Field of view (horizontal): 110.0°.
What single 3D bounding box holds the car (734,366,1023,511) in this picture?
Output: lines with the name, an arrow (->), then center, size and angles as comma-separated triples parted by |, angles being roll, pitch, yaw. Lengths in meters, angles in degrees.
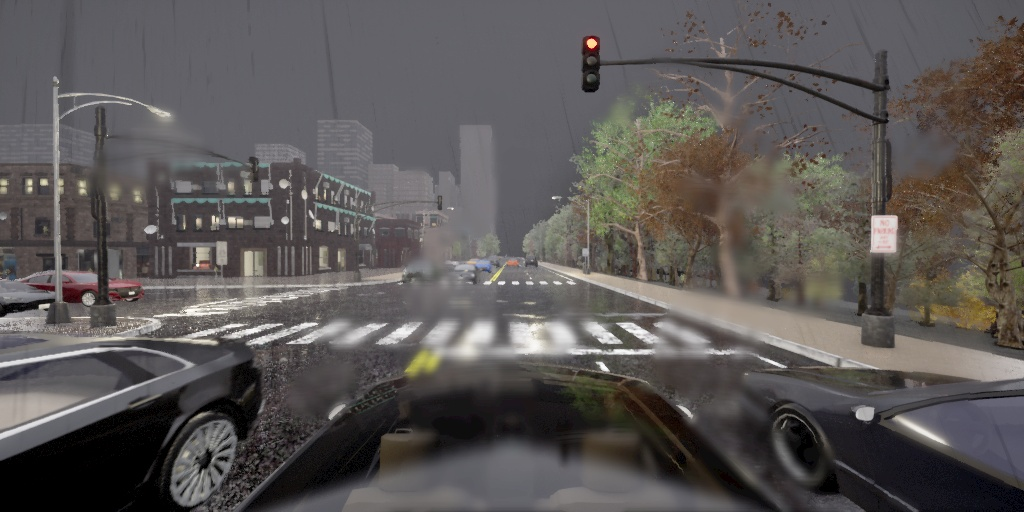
car -> 3.350, 1.298, 1.454 | 2.033, 1.411, 5.357 | 0, 0, 0

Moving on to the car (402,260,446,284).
car -> -6.568, 1.094, 26.580 | 2.097, 1.767, 4.553 | 0, 0, 0

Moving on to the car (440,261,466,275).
car -> -6.549, 1.284, 40.597 | 2.033, 1.411, 5.357 | 0, 0, 0

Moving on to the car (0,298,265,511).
car -> -3.350, 1.242, 1.484 | 2.128, 1.511, 4.902 | 0, 0, 0

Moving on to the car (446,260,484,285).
car -> -3.318, 1.268, 26.136 | 1.812, 1.442, 4.674 | 0, 0, 0

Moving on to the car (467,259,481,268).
car -> -6.482, 1.205, 62.088 | 1.882, 1.535, 5.008 | 0, 0, 1

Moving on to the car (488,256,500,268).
car -> -3.235, 0.951, 61.634 | 2.150, 2.045, 5.566 | 0, 0, 1

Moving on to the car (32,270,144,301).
car -> -19.821, 1.448, 16.337 | 5.008, 1.535, 1.882 | -1, 1, 0

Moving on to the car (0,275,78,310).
car -> -19.932, 1.564, 13.632 | 4.313, 1.339, 1.948 | 0, 0, 0

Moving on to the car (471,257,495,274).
car -> -3.297, 1.214, 41.127 | 1.882, 1.535, 5.008 | 0, 0, 0

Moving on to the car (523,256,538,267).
car -> 3.432, 0.948, 64.201 | 2.150, 2.045, 5.566 | 0, 0, 0
